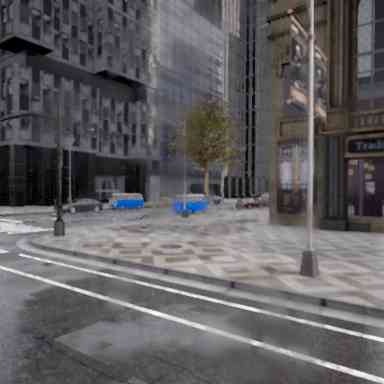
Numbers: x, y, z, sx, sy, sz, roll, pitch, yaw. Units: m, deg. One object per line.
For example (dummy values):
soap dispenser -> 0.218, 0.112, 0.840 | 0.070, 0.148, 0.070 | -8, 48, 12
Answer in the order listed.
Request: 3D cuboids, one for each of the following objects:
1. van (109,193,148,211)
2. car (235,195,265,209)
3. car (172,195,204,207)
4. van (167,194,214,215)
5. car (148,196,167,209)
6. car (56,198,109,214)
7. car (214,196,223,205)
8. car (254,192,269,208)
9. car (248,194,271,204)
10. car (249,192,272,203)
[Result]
van -> -6.944, 1.042, 35.097 | 1.690, 1.788, 3.998 | 1, 1, 36
car -> 6.562, 1.332, 39.163 | 1.802, 1.307, 4.206 | 1, 1, 36
car -> -0.429, 1.205, 44.043 | 1.752, 1.417, 4.829 | 1, 1, 36
van -> -0.053, 1.113, 30.079 | 1.690, 1.788, 3.998 | 1, 1, 36
car -> -3.738, 1.215, 39.502 | 1.752, 1.417, 4.829 | 1, 1, 36
car -> -10.254, 1.263, 30.557 | 2.008, 1.369, 4.403 | 1, 1, 36
car -> 2.979, 1.219, 48.721 | 2.008, 1.369, 4.403 | 1, 1, 36
car -> 9.872, 1.180, 43.704 | 1.967, 1.590, 4.097 | 1, 1, 36
car -> 11.271, 1.178, 55.414 | 1.837, 1.490, 4.892 | 1, 0, 36
car -> 12.905, 0.955, 62.343 | 2.192, 1.841, 5.009 | 1, 1, 36
